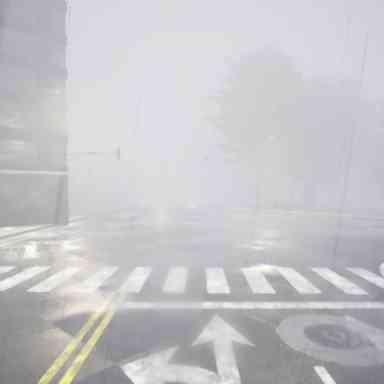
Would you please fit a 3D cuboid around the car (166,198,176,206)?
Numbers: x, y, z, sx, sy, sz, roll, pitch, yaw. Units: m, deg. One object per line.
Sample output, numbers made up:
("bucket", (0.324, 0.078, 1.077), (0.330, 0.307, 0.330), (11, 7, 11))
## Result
("car", (-4.010, 1.894, 64.250), (1.812, 1.442, 4.674), (0, 0, -2))
